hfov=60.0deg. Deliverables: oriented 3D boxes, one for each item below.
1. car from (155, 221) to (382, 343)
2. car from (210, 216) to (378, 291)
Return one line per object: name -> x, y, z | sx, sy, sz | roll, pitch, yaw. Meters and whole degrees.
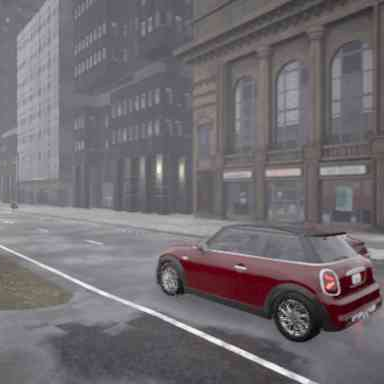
car -> 1.215, 1.421, 6.925 | 2.097, 1.767, 4.553 | 2, -1, -42
car -> 2.873, 1.634, 10.262 | 1.812, 1.442, 4.674 | 0, 0, -42
